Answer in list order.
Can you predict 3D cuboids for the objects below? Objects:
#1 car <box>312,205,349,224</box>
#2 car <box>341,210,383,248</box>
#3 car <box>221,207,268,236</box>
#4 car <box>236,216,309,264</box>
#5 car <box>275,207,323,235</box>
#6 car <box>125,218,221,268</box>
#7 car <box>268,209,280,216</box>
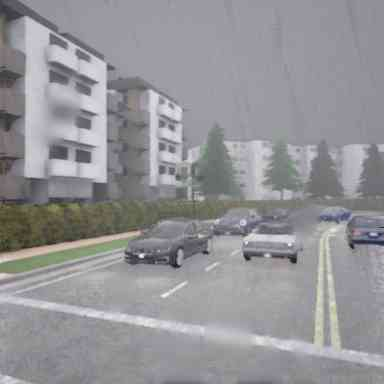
[{"bbox_3d":[13.184,2.048,30.675,1.882,1.535,5.008,-1,-2,42],"label":"car"},{"bbox_3d":[8.483,1.838,16.020,2.033,1.411,5.357,-1,-1,23],"label":"car"},{"bbox_3d":[2.994,1.780,20.845,2.097,1.767,4.553,-1,-1,26],"label":"car"},{"bbox_3d":[3.380,1.865,13.222,1.895,1.301,4.718,-1,-1,23],"label":"car"},{"bbox_3d":[7.244,1.974,22.060,2.033,1.411,5.357,-1,-1,25],"label":"car"},{"bbox_3d":[-0.645,1.782,12.581,1.837,1.490,4.892,-1,-1,22],"label":"car"},{"bbox_3d":[7.320,2.169,28.791,1.895,1.301,4.718,-1,-1,35],"label":"car"}]
